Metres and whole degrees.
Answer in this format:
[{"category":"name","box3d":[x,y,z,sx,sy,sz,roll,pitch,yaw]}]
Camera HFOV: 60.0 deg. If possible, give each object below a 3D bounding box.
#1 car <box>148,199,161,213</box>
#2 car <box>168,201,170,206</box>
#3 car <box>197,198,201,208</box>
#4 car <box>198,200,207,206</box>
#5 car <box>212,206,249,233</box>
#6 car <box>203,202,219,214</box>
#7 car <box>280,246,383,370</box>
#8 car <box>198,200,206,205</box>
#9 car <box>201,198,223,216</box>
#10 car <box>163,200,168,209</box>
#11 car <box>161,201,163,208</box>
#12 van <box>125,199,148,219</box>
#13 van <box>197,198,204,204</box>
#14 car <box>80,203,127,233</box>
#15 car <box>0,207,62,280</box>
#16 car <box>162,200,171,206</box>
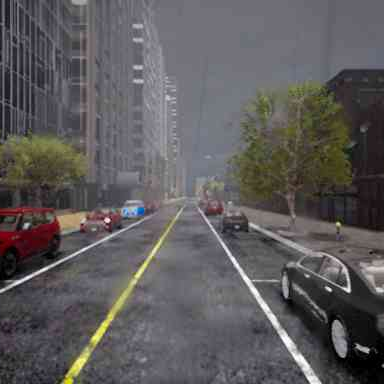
[{"category":"car","box3d":[-5.866,1.889,44.487,2.192,1.841,5.009,-1,-1,0]},{"category":"car","box3d":[-5.965,2.450,71.987,1.752,1.417,4.829,-1,-1,0]},{"category":"car","box3d":[2.432,2.167,66.645,2.192,1.841,5.009,-1,-1,0]},{"category":"car","box3d":[2.395,2.559,77.709,1.947,1.339,4.313,-1,-1,0]},{"category":"car","box3d":[2.614,1.829,21.634,2.008,1.369,4.403,-1,-1,0]},{"category":"car","box3d":[2.517,2.097,44.676,1.752,1.417,4.829,-1,-1,0]},{"category":"car","box3d":[2.791,1.625,5.768,2.008,1.369,4.403,-1,-1,0]},{"category":"car","box3d":[2.375,2.645,83.243,1.802,1.307,4.206,-1,-1,0]},{"category":"car","box3d":[2.535,1.814,38.975,2.192,1.841,5.009,-1,-1,0]},{"category":"car","box3d":[-5.924,2.330,61.088,1.887,1.381,4.507,-1,-1,0]},{"category":"car","box3d":[-5.882,2.168,49.850,1.752,1.417,4.829,-1,-1,0]},{"category":"van","box3d":[-5.825,1.774,33.419,1.690,1.788,3.998,-1,-1,0]},{"category":"van","box3d":[2.330,2.545,94.314,1.690,1.788,3.998,-1,-1,0]},{"category":"car","box3d":[-5.791,1.722,21.621,1.967,1.590,4.097,-1,-1,0]},{"category":"car","box3d":[-5.842,1.455,10.554,2.192,1.841,5.009,-1,-1,0]},{"category":"car","box3d":[-5.985,2.520,77.521,1.752,1.417,4.829,-1,-1,0]}]
